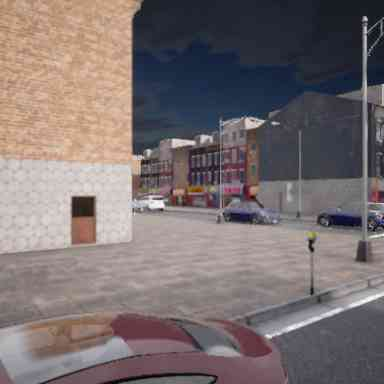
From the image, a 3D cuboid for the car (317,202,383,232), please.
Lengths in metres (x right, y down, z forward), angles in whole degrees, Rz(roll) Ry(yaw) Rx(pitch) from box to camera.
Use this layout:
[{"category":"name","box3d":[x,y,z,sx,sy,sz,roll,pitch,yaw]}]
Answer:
[{"category":"car","box3d":[10.305,1.428,21.207,2.097,1.767,4.553,0,0,-32]}]

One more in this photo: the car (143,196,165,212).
[{"category":"car","box3d":[-5.712,1.536,43.951,2.150,2.045,5.566,0,-1,-36]}]

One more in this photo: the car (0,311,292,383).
[{"category":"car","box3d":[-1.077,1.582,2.041,4.206,1.307,1.802,0,0,-35]}]

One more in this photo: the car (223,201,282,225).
[{"category":"car","box3d":[4.410,1.470,24.708,2.097,1.767,4.553,0,0,-36]}]

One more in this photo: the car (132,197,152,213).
[{"category":"car","box3d":[-7.337,1.776,41.178,1.882,1.535,5.008,0,-1,-35]}]
